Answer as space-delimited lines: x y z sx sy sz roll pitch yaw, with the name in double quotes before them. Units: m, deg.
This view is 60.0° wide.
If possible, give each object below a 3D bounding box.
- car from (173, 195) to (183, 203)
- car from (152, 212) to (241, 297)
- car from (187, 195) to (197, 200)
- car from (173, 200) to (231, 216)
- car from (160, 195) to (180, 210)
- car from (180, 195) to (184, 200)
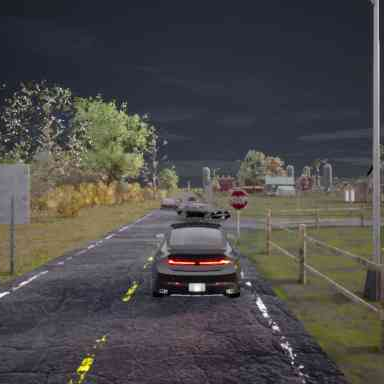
"car" -2.814 1.430 69.324 1.837 1.490 4.892 0 0 0
"car" 0.091 1.504 8.533 1.837 1.490 4.892 0 0 0
"car" 0.001 1.427 70.198 1.837 1.490 4.892 0 0 0
"car" 0.862 1.595 26.452 1.895 1.301 4.718 0 0 -40
"car" -2.883 1.455 41.878 1.882 1.535 5.008 0 0 0
"car" -2.873 1.446 54.691 2.128 1.511 4.902 0 0 0
